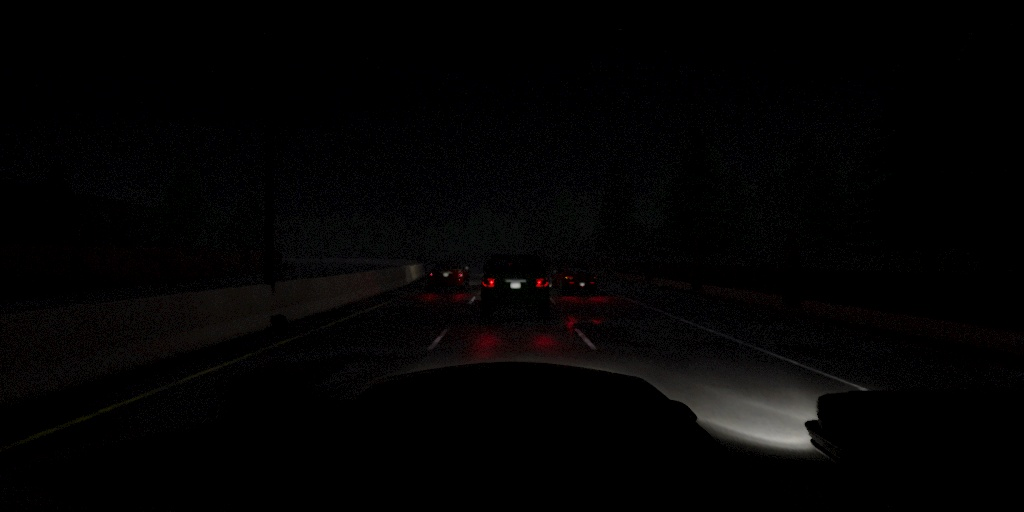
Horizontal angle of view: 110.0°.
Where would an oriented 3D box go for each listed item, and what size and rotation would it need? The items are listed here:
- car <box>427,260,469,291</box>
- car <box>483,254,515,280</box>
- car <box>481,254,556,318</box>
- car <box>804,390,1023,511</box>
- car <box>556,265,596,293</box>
[{"bbox_3d":[-3.743,1.046,21.706,2.097,1.767,4.553,0,0,-3],"label":"car"},{"bbox_3d":[-1.276,0.888,31.632,2.150,2.045,5.566,0,0,-9],"label":"car"},{"bbox_3d":[0.093,0.939,13.022,2.150,2.045,5.566,0,0,0],"label":"car"},{"bbox_3d":[3.600,1.300,0.770,2.033,1.411,5.357,0,0,0],"label":"car"},{"bbox_3d":[3.378,1.223,20.133,1.812,1.442,4.674,0,0,-3],"label":"car"}]
